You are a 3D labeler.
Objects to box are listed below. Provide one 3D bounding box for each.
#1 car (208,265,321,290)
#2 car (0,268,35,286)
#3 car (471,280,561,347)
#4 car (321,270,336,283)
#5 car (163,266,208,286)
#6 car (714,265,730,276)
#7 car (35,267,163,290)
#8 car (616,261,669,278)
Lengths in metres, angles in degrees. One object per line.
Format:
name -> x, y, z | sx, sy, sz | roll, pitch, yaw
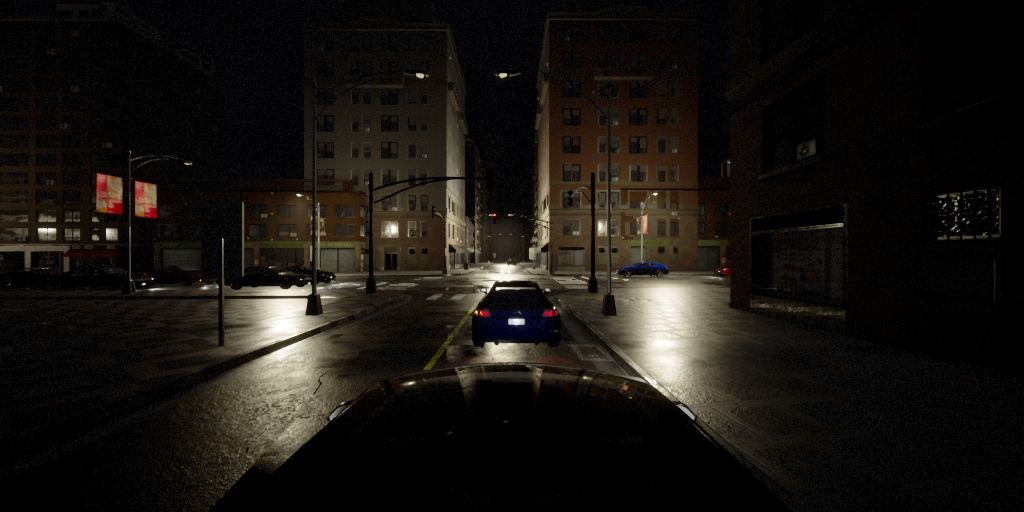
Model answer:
car -> -15.457, 1.350, 22.626 | 5.357, 1.411, 2.033 | 0, 0, 0
car -> -33.716, 1.468, 25.794 | 4.718, 1.301, 1.895 | 0, 0, 0
car -> 0.097, 1.314, 9.343 | 1.994, 1.385, 4.181 | 0, 0, 0
car -> -15.043, 1.364, 25.876 | 4.181, 1.385, 1.994 | 0, 0, 0
car -> -23.824, 1.398, 25.832 | 4.181, 1.385, 1.994 | 0, 0, -1
car -> 20.899, 1.225, 32.746 | 4.181, 1.385, 1.994 | 0, 0, 0
car -> -25.837, 1.389, 22.578 | 5.357, 1.411, 2.033 | 0, 0, 0
car -> 11.860, 1.218, 32.707 | 4.674, 1.442, 1.812 | 0, 0, 0
